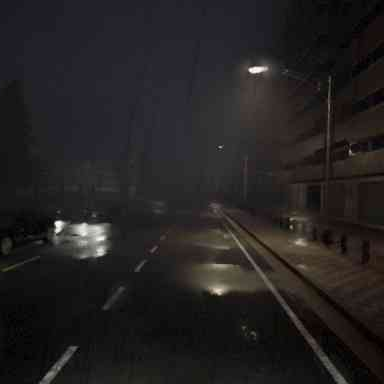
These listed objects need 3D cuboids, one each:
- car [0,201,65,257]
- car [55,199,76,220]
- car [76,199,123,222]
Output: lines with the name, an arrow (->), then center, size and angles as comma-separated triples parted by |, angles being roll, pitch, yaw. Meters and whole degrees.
car -> -6.810, 1.301, 12.348 | 1.882, 1.535, 5.008 | 1, 0, 1
car -> -9.936, 1.287, 25.932 | 2.033, 1.411, 5.357 | 1, 0, 2
car -> -6.469, 1.318, 24.751 | 2.128, 1.511, 4.902 | 1, 0, 2
